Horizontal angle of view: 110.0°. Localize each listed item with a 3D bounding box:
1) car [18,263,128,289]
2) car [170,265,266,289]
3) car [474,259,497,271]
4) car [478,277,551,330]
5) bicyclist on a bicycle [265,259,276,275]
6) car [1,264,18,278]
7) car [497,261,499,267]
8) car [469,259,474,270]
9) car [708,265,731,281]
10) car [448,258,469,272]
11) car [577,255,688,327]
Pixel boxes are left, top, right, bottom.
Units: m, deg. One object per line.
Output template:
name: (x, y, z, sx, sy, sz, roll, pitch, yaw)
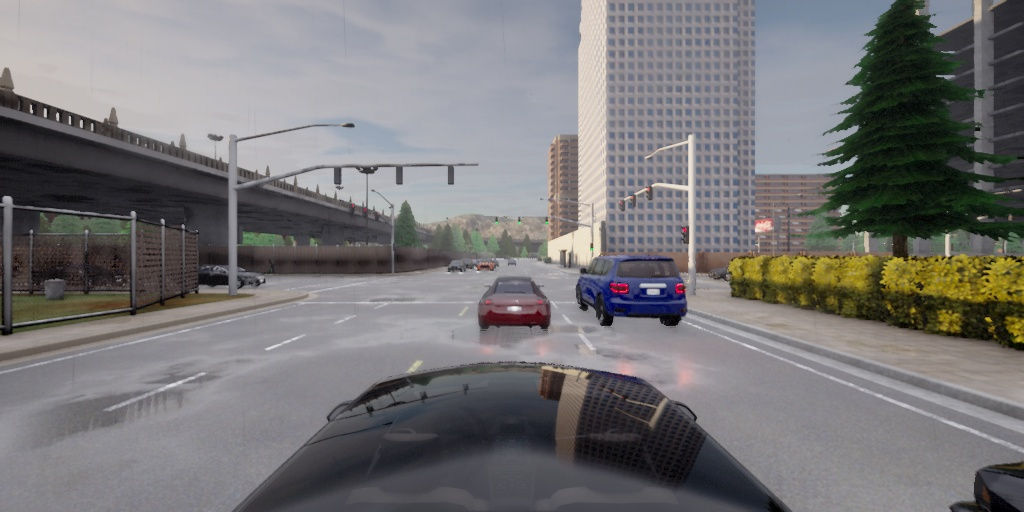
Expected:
car: (-27.760, 1.322, 23.091, 4.902, 1.511, 2.128, 0, 0, 0)
car: (-18.602, 1.322, 23.113, 4.902, 1.511, 2.128, 0, 0, 0)
car: (-3.602, 1.157, 49.764, 2.097, 1.767, 4.553, 0, 0, 0)
car: (0.078, 1.325, 11.189, 1.994, 1.385, 4.181, 0, 0, 0)
bicyclist on a bicycle: (-25.309, 1.148, 37.579, 0.582, 1.620, 1.656, 0, 0, 0)
car: (-49.295, 1.407, 33.679, 4.181, 1.385, 1.994, 0, 0, 1)
car: (-3.601, 1.307, 58.836, 2.128, 1.511, 4.902, 0, 0, 0)
car: (-7.106, 1.164, 55.504, 2.097, 1.767, 4.553, 0, 0, 0)
car: (19.298, 1.343, 30.404, 4.892, 1.490, 1.837, 0, 0, 0)
car: (-7.108, 1.306, 46.620, 1.837, 1.490, 4.892, 0, 0, 0)
car: (3.581, 0.985, 11.723, 2.150, 2.045, 5.566, 0, 0, 0)
